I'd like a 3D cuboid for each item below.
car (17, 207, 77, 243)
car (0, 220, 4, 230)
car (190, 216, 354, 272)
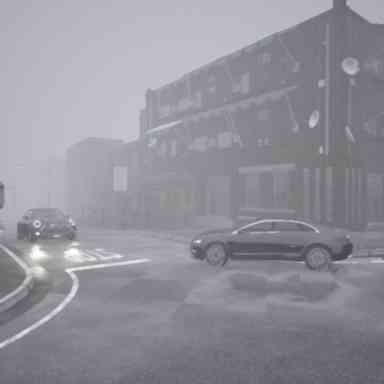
[{"bbox_3d":[-7.558,1.602,17.182,2.097,1.767,4.553,1,-5,-36],"label":"car"},{"bbox_3d":[-22.478,3.547,37.365,2.033,1.411,5.357,1,-4,-36],"label":"car"},{"bbox_3d":[2.397,1.535,10.510,4.902,1.511,2.128,-1,-2,14],"label":"car"}]
